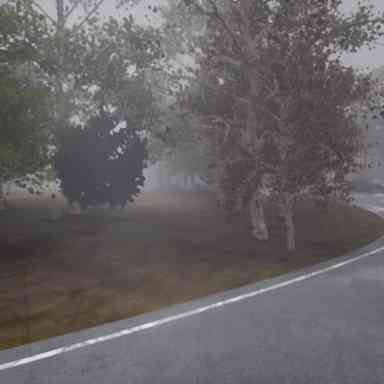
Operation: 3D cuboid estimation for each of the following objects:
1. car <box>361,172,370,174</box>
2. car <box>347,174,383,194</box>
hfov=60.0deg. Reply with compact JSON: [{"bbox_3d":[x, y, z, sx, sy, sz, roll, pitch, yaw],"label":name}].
[{"bbox_3d":[33.435,-3.163,65.450,4.718,1.301,1.895,-4,3,-1],"label":"car"},{"bbox_3d":[19.249,-0.727,35.904,2.097,1.767,4.553,-6,4,-36],"label":"car"}]
